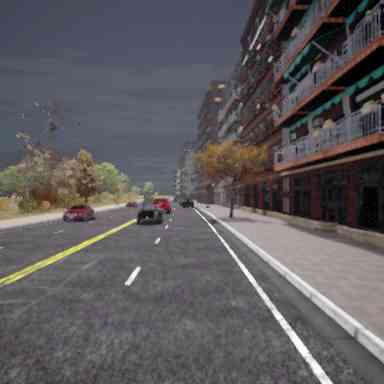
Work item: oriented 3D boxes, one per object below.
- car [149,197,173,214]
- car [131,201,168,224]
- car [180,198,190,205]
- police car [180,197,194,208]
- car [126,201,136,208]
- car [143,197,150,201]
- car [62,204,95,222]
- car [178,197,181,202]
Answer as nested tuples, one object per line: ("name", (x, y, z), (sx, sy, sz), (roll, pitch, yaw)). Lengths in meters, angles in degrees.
("car", (-3.931, 1.725, 43.377), (2.150, 2.045, 5.566), (0, 0, -2))
("car", (-3.487, 1.811, 28.207), (2.128, 1.511, 4.902), (0, -1, -1))
("car", (-1.758, 2.338, 81.043), (2.097, 1.767, 4.553), (0, -1, -4))
("police car", (-0.752, 2.206, 65.129), (1.930, 1.638, 5.238), (0, -1, -3))
("car", (-11.435, 2.324, 63.746), (1.994, 1.385, 4.181), (0, -1, -3))
("car", (-8.179, 2.024, 63.898), (2.150, 2.045, 5.566), (0, -1, -3))
("car", (-10.094, 1.856, 30.070), (1.812, 1.442, 4.674), (0, -1, -1))
("car", (-1.354, 2.134, 75.086), (2.150, 2.045, 5.566), (0, -1, -4))
